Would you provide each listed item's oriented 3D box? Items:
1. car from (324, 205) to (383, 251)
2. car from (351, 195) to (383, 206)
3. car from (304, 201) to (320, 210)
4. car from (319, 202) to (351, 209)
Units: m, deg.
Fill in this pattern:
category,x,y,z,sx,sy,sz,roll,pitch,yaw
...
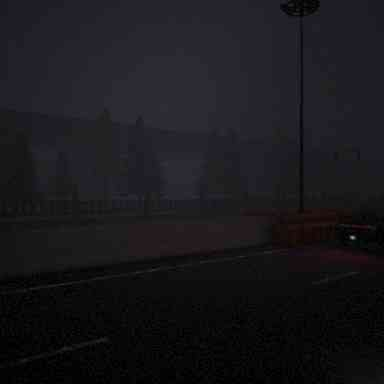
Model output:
category,x,y,z,sx,sy,sz,roll,pitch,yaw
car,7.989,1.493,13.867,4.902,1.511,2.128,0,0,-35
car,16.310,1.325,28.400,5.566,2.045,2.150,0,0,-35
car,12.269,1.598,34.116,4.181,1.385,1.994,0,0,-35
car,14.301,1.598,31.267,4.181,1.385,1.994,0,0,-35
